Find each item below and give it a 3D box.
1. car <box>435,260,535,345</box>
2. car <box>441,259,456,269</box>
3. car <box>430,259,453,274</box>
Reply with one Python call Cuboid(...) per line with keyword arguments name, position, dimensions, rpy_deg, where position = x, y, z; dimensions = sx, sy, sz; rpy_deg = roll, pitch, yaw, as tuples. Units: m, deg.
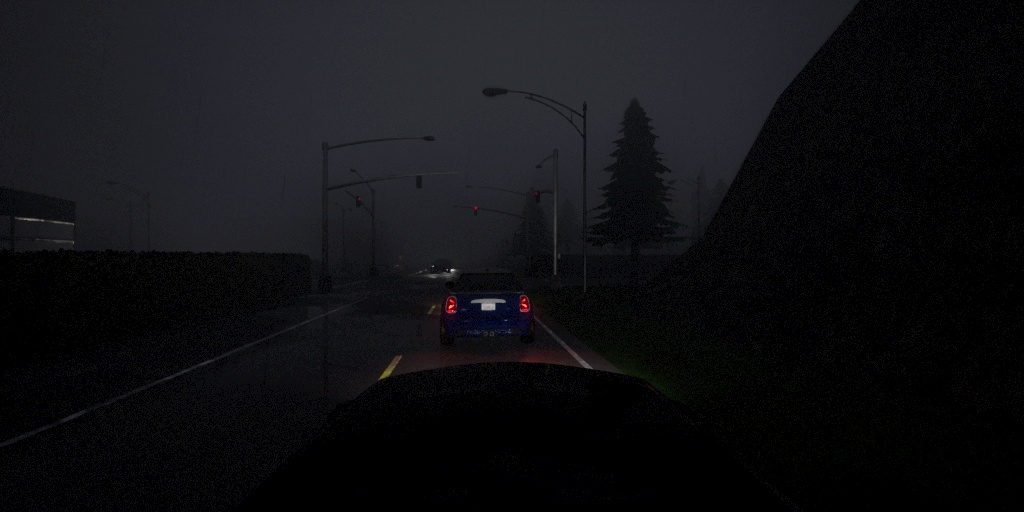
Cuboid(name="car", position=(-0.737, 1.102, 9.753), dimensions=(2.097, 1.767, 4.553), rpy_deg=(0, 0, -6))
Cuboid(name="car", position=(-9.949, 1.238, 56.462), dimensions=(2.128, 1.511, 4.902), rpy_deg=(0, 0, -7))
Cuboid(name="car", position=(-8.161, 1.102, 41.296), dimensions=(2.097, 1.767, 4.553), rpy_deg=(0, 0, -7))
